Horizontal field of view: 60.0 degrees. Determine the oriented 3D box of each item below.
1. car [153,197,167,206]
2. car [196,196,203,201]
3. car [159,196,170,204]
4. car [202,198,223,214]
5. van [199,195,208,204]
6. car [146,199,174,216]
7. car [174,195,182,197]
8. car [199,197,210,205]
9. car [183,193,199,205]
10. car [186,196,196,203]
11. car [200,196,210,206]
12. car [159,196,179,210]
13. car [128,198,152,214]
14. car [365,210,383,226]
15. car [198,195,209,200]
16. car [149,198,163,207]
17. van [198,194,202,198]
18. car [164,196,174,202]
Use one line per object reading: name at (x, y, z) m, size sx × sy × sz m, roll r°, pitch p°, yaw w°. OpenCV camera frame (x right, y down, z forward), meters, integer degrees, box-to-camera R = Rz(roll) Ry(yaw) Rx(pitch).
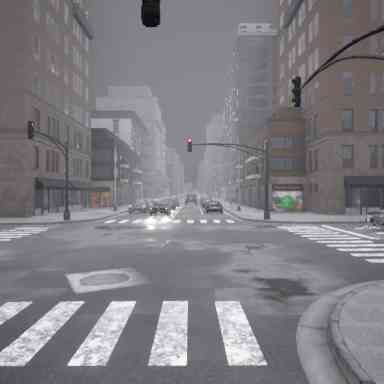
car at (-5.624, 1.634, 58.175) m, size 2.008 × 1.369 × 4.403 m, roll 0°, pitch 0°, yaw 0°
car at (2.050, 1.698, 90.086) m, size 1.812 × 1.442 × 4.674 m, roll 0°, pitch 0°, yaw 0°
car at (-5.604, 1.552, 69.197) m, size 1.967 × 1.590 × 4.097 m, roll 0°, pitch 0°, yaw 0°
car at (2.360, 1.606, 36.117) m, size 1.947 × 1.339 × 4.313 m, roll 0°, pitch 0°, yaw 0°
van at (2.421, 1.453, 69.182) m, size 1.690 × 1.788 × 3.998 m, roll 0°, pitch 0°, yaw 0°
car at (-3.133, 1.637, 33.495) m, size 1.895 × 1.301 × 4.718 m, roll 0°, pitch 0°, yaw 0°
car at (-3.085, 1.637, 53.432) m, size 1.994 × 1.385 × 4.181 m, roll 0°, pitch 0°, yaw 0°
car at (2.411, 1.647, 63.671) m, size 2.008 × 1.369 × 4.403 m, roll 0°, pitch 0°, yaw 0°
car at (-0.127, 1.316, 62.383) m, size 2.150 × 2.045 × 5.566 m, roll 0°, pitch 0°, yaw 0°
car at (-0.200, 1.678, 73.680) m, size 1.994 × 1.385 × 4.181 m, roll 0°, pitch 0°, yaw 0°
car at (2.380, 1.641, 47.139) m, size 1.802 × 1.307 × 4.206 m, roll 0°, pitch 0°, yaw 0°
car at (-3.110, 1.617, 43.473) m, size 1.994 × 1.385 × 4.181 m, roll 0°, pitch 0°, yaw 1°
car at (-5.665, 1.480, 36.132) m, size 1.967 × 1.590 × 4.097 m, roll 0°, pitch 0°, yaw 0°
car at (13.382, 1.442, 20.628) m, size 4.902 × 1.511 × 2.128 m, roll 0°, pitch 0°, yaw 0°
car at (2.390, 1.637, 52.650) m, size 1.947 × 1.339 × 4.313 m, roll 0°, pitch 0°, yaw 0°
car at (-5.634, 1.653, 52.664) m, size 1.802 × 1.307 × 4.206 m, roll 0°, pitch 0°, yaw 0°
van at (2.401, 1.424, 58.161) m, size 1.690 × 1.788 × 3.998 m, roll 0°, pitch 0°, yaw 0°
car at (-5.583, 1.694, 80.218) m, size 2.008 × 1.369 × 4.403 m, roll 0°, pitch 0°, yaw 0°
